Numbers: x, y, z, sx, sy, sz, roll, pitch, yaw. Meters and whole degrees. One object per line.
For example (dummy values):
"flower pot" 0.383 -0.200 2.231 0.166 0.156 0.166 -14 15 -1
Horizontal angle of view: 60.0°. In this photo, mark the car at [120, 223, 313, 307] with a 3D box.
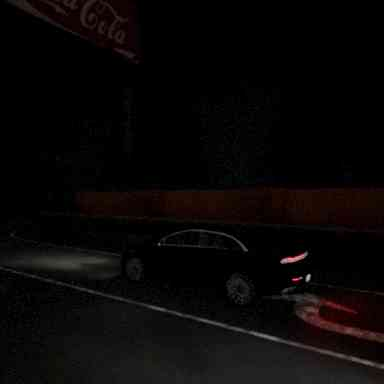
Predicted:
"car" 0.335 1.520 8.053 4.902 1.511 2.128 -1 0 35
